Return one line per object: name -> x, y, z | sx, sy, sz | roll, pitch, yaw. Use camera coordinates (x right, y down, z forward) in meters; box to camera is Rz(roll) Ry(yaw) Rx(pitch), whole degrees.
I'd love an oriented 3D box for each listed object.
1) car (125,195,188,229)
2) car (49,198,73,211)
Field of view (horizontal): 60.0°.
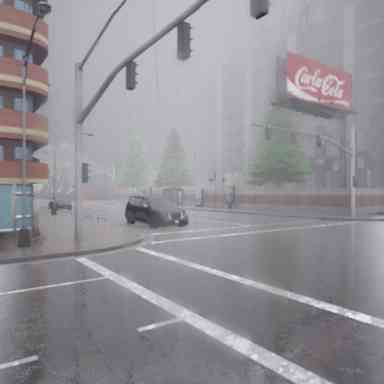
car -> -2.494, 1.310, 21.860 | 2.150, 2.045, 5.566 | 0, 2, -36
car -> -16.001, 1.483, 40.537 | 1.837, 1.490, 4.892 | 0, 0, -36
